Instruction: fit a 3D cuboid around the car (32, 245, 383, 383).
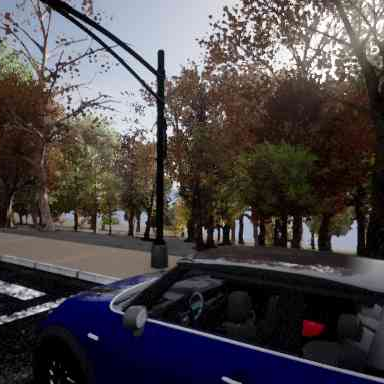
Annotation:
[{"bbox_3d":[0.432,1.352,3.349,4.553,1.767,2.097,0,0,34],"label":"car"}]
